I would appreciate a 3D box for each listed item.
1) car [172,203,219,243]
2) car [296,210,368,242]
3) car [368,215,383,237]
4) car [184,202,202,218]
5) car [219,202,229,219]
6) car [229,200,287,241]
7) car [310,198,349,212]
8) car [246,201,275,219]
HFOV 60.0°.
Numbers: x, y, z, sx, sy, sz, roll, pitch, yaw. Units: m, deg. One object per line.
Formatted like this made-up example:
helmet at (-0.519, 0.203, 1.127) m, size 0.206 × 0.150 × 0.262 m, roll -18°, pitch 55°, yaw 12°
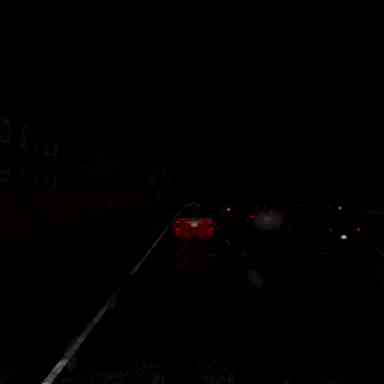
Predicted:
car at (0.103, 1.590, 17.759) m, size 2.097 × 1.767 × 4.553 m, roll 0°, pitch -1°, yaw 0°
car at (7.105, 1.839, 17.776) m, size 1.895 × 1.301 × 4.718 m, roll 0°, pitch -1°, yaw 0°
car at (10.605, 1.839, 17.762) m, size 1.895 × 1.301 × 4.718 m, roll 0°, pitch -1°, yaw 0°
car at (0.110, 1.969, 36.828) m, size 1.882 × 1.535 × 5.008 m, roll 0°, pitch -1°, yaw 0°
car at (3.608, 1.819, 34.994) m, size 2.097 × 1.767 × 4.553 m, roll 0°, pitch -1°, yaw 0°
car at (3.604, 1.469, 18.465) m, size 2.150 × 2.045 × 5.566 m, roll 0°, pitch -1°, yaw 0°
car at (14.109, 1.680, 34.399) m, size 2.150 × 2.045 × 5.566 m, roll 0°, pitch -1°, yaw 0°
car at (7.108, 1.818, 34.981) m, size 2.097 × 1.767 × 4.553 m, roll 0°, pitch -1°, yaw 0°
